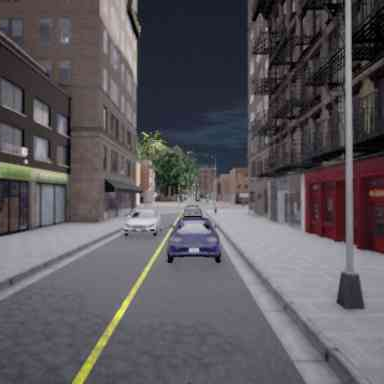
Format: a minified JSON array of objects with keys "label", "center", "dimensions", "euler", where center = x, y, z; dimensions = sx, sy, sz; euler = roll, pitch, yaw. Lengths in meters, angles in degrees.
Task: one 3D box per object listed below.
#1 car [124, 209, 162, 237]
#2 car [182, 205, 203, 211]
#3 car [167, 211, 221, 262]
[{"label":"car","center":[-2.856,1.791,20.108],"dimensions":[1.812,1.442,4.674],"euler":[0,-1,0]},{"label":"car","center":[0.064,1.964,31.283],"dimensions":[2.033,1.411,5.357],"euler":[0,-1,0]},{"label":"car","center":[0.075,1.693,12.721],"dimensions":[1.812,1.442,4.674],"euler":[0,-1,0]}]
